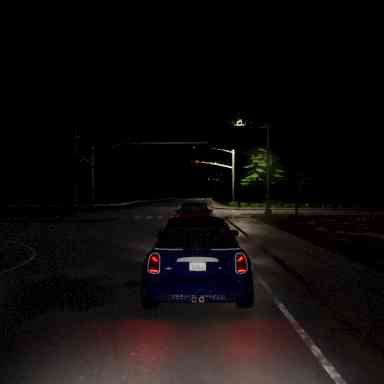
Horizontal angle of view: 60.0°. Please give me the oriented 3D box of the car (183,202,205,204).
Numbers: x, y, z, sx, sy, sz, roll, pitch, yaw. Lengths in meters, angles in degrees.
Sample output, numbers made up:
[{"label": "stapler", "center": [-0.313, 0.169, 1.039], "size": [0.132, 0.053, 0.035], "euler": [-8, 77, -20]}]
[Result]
[{"label": "car", "center": [0.106, 1.338, 18.181], "size": [2.097, 1.767, 4.553], "euler": [0, 0, 0]}]

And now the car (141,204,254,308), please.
[{"label": "car", "center": [0.101, 1.347, 8.060], "size": [2.097, 1.767, 4.553], "euler": [0, 0, 0]}]
